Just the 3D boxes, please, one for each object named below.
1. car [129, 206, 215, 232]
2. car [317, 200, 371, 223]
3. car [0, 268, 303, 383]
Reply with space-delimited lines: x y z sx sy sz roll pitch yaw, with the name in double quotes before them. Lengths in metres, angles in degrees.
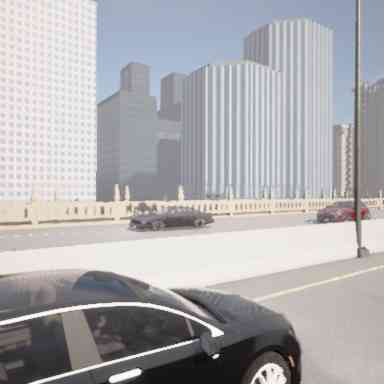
"car" -1.084 1.583 20.416 5.357 1.411 2.033 0 0 -35
"car" 11.429 1.432 25.035 4.553 1.767 2.097 0 0 -35
"car" -1.010 1.507 3.027 4.892 1.490 1.837 0 0 -36
